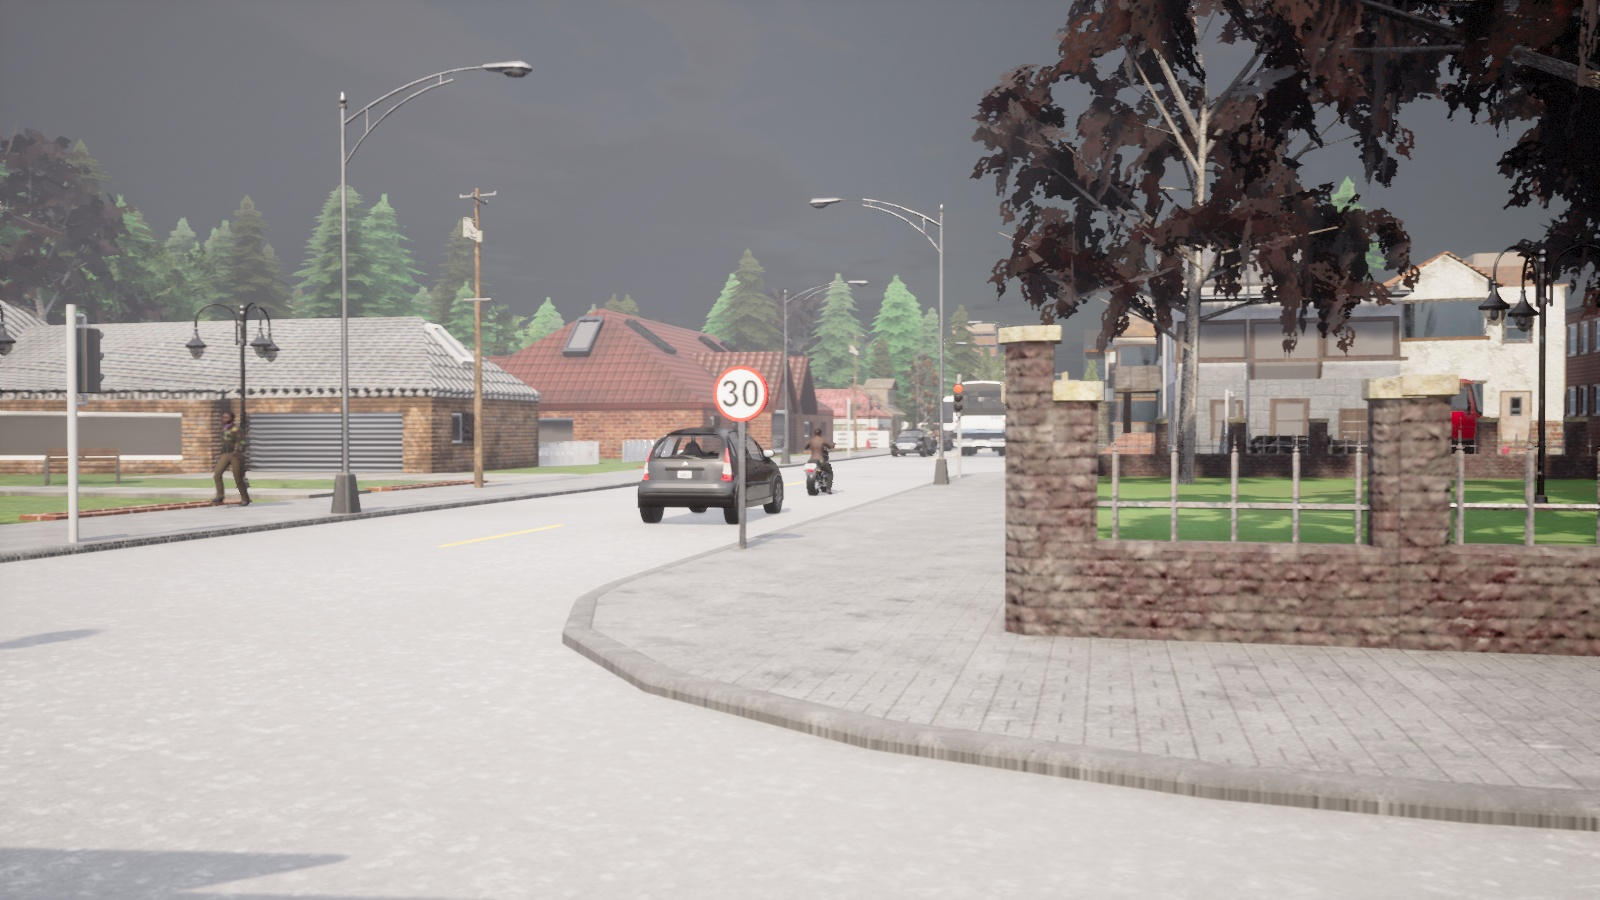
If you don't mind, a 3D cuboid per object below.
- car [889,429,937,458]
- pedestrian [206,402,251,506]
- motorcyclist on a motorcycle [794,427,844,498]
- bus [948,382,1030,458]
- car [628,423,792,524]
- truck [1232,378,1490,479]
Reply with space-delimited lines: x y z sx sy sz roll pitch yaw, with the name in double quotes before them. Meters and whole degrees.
"car" 6.538 -0.381 72.306 2.033 1.649 4.856 1 1 14
"pedestrian" -10.773 0.069 23.686 0.395 1.930 0.692 1 1 18
"motorcyclist on a motorcycle" 0.491 0.282 30.536 0.766 1.649 2.350 1 1 12
"bus" 11.611 -1.724 76.184 3.944 4.253 10.273 1 0 14
"car" -1.495 0.350 22.424 1.851 1.617 3.988 1 1 12
"truck" 19.928 -0.775 45.085 7.936 3.462 2.891 0 1 10
